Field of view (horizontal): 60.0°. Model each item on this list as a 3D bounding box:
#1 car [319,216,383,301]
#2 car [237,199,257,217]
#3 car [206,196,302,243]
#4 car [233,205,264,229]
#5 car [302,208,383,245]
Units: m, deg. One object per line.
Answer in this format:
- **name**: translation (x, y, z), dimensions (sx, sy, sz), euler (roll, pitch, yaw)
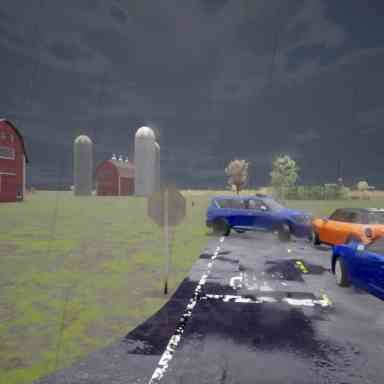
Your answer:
- **car**: translation (4.471, 1.480, 6.311), dimensions (1.882, 1.535, 5.008), euler (0, 0, -3)
- **car**: translation (5.454, 1.501, 33.021), dimensions (1.837, 1.490, 4.892), euler (0, 0, 9)
- **car**: translation (3.289, 1.217, 16.528), dimensions (5.566, 2.045, 2.150), euler (0, 0, 38)
- **car**: translation (3.818, 1.600, 22.711), dimensions (1.895, 1.301, 4.718), euler (0, 0, 9)
- **car**: translation (6.227, 1.363, 12.654), dimensions (2.097, 1.767, 4.553), euler (0, 0, -4)
